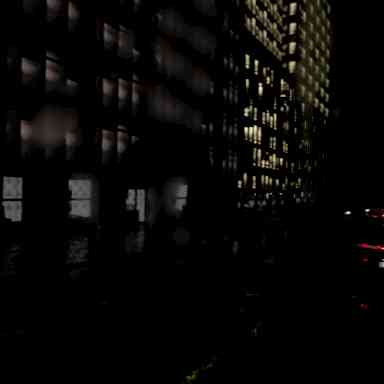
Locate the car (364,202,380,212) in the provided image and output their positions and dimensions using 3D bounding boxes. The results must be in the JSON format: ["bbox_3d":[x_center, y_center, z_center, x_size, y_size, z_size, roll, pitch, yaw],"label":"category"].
[{"bbox_3d":[30.532,2.546,56.441,1.967,1.590,4.097,0,-1,34],"label":"car"}]

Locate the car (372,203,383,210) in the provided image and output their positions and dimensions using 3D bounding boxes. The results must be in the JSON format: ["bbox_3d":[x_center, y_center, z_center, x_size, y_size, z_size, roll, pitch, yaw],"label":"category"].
[{"bbox_3d":[36.827,2.840,65.698,1.752,1.417,4.829,0,-1,34],"label":"car"}]

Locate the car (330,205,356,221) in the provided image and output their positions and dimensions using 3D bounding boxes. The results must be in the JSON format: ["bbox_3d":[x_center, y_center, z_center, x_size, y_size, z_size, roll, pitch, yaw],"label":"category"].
[{"bbox_3d":[14.552,2.126,32.945,2.008,1.369,4.403,0,-1,34],"label":"car"}]

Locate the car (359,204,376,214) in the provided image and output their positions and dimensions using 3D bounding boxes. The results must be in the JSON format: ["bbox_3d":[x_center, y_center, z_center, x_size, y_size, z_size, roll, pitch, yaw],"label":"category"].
[{"bbox_3d":[27.334,2.582,51.740,1.802,1.307,4.206,0,-1,34],"label":"car"}]

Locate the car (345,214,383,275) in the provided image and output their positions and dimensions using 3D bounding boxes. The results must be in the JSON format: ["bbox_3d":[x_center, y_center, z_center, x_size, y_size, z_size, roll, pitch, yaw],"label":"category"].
[{"bbox_3d":[6.346,1.714,10.568,2.128,1.511,4.902,1,-1,34],"label":"car"}]

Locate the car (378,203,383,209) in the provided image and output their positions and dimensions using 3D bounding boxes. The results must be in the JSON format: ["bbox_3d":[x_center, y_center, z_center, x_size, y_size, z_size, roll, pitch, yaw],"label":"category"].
[{"bbox_3d":[43.313,3.095,75.236,1.947,1.339,4.313,0,-1,34],"label":"car"}]

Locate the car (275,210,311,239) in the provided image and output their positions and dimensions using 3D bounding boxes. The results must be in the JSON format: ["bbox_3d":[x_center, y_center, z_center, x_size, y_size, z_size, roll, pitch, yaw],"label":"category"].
[{"bbox_3d":[4.965,1.807,18.849,2.008,1.369,4.403,0,-1,34],"label":"car"}]

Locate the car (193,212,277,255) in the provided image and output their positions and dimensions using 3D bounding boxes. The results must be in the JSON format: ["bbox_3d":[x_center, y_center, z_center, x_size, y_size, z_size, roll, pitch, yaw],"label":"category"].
[{"bbox_3d":[1.770,1.695,14.149,1.887,1.381,4.507,0,-1,34],"label":"car"}]

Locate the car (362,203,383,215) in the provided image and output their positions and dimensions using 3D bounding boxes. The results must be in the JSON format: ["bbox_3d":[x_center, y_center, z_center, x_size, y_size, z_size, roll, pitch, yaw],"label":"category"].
[{"bbox_3d":[21.067,2.106,37.760,2.097,1.767,4.553,1,0,35],"label":"car"}]

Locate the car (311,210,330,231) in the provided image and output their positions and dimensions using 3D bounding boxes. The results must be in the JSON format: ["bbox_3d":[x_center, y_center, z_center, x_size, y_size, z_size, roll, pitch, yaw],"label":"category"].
[{"bbox_3d":[8.161,1.945,23.547,1.802,1.307,4.206,0,-1,34],"label":"car"}]

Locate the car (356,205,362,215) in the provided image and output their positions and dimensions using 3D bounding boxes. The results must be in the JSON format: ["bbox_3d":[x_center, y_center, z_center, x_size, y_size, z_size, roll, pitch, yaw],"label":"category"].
[{"bbox_3d":[20.944,2.339,42.343,2.008,1.369,4.403,0,-1,34],"label":"car"}]
